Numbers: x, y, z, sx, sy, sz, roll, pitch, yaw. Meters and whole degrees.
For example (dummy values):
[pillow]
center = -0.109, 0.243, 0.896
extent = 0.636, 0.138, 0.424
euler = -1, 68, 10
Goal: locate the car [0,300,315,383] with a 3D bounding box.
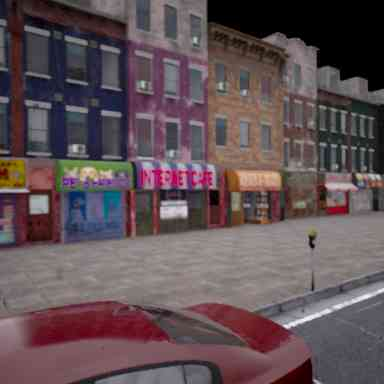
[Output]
[car]
center = -1.109, 1.543, 2.020
extent = 4.507, 1.381, 1.887
euler = -1, 0, -35
